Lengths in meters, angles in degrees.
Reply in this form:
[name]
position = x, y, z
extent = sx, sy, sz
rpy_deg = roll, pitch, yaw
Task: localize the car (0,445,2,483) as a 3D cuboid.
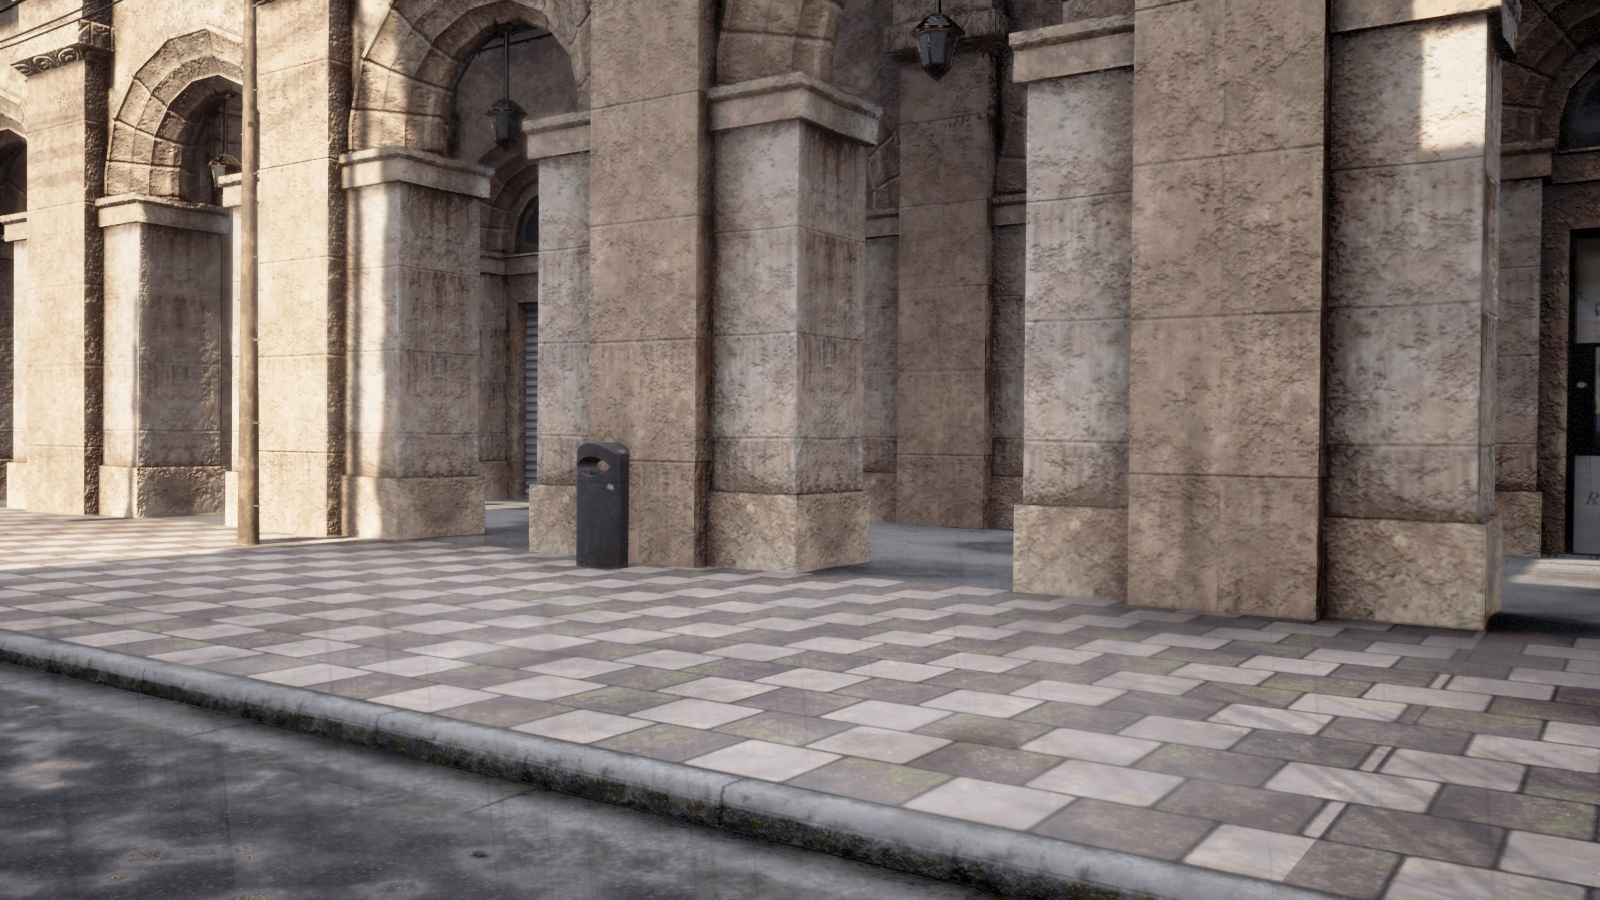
[car]
position = -30.009, 0.524, 42.477
extent = 1.895, 1.301, 4.718
rpy_deg = 0, 1, 34
